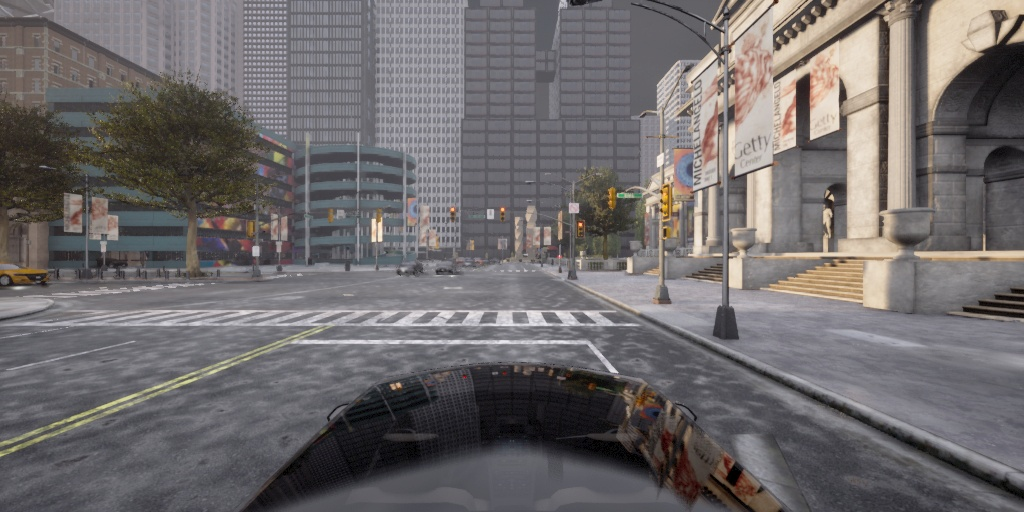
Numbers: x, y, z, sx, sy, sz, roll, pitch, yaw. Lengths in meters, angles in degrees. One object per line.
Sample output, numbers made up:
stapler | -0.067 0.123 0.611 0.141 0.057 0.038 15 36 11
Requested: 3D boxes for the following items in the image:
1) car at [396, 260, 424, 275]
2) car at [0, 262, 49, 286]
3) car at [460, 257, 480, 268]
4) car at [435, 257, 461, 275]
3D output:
car | -10.539 1.189 37.297 2.128 1.511 4.902 0 0 0
car | -34.048 1.150 23.824 5.008 1.535 1.882 0 0 -1
car | -7.000 1.173 58.572 2.128 1.511 4.902 0 0 0
car | -7.036 1.206 38.893 1.837 1.490 4.892 0 0 0
